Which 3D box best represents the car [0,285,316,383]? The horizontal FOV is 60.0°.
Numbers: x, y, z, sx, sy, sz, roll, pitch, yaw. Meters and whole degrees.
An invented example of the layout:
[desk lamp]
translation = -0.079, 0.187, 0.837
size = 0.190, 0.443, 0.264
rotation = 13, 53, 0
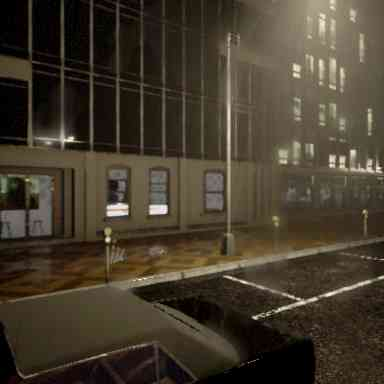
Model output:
[car]
translation = -1.235, 1.600, 2.497
size = 4.718, 1.301, 1.895
rotation = 0, 0, -36
